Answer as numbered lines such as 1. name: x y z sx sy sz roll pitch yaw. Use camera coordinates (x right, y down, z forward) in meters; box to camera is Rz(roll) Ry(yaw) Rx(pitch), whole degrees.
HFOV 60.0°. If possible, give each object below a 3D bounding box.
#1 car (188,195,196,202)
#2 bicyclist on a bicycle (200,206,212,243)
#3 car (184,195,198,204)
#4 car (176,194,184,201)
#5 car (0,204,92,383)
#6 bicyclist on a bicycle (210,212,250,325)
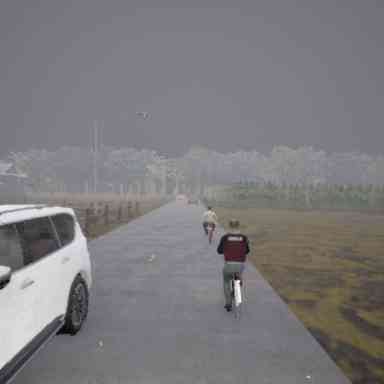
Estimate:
1. car: 0.041 1.427 73.737 1.837 1.490 4.892 0 0 0
2. bicyclist on a bicycle: 0.787 1.436 14.921 0.866 1.612 1.509 0 0 0
3. car: 0.132 1.436 60.902 2.128 1.511 4.902 0 0 0
4. car: -2.707 1.277 78.194 2.097 1.767 4.553 0 0 0
5. car: -2.849 1.221 3.773 2.150 2.045 5.566 0 0 0
6. bicyclist on a bicycle: 0.762 1.370 6.219 0.659 1.776 1.843 0 0 0
